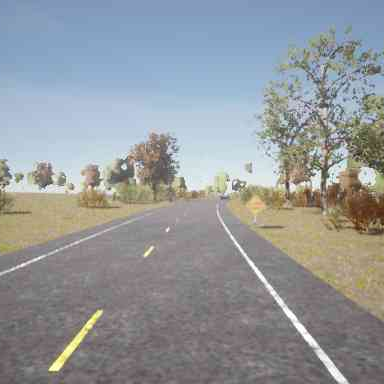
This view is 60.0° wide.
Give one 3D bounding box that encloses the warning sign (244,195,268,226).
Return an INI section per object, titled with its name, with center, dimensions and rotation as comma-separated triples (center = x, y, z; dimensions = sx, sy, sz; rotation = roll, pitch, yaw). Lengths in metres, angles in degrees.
[warning sign]
center = 3.884, 1.110, 20.354
dimensions = 1.300, 1.860, 1.060
rotation = -1, -1, 2
